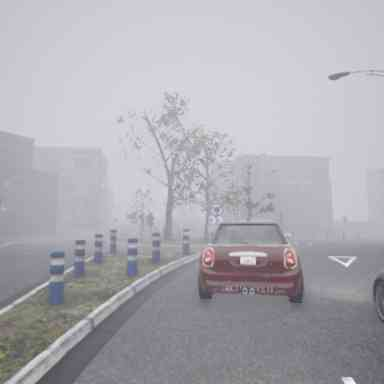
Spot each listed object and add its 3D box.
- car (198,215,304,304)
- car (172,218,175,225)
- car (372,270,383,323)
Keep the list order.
[{"bbox_3d":[1.507,1.428,8.513,2.097,1.767,4.553,-1,-2,11],"label":"car"},{"bbox_3d":[-4.761,6.341,72.889,1.837,1.490,4.892,1,-1,-3],"label":"car"},{"bbox_3d":[3.908,1.495,3.978,1.812,1.442,4.674,-1,0,7],"label":"car"}]
